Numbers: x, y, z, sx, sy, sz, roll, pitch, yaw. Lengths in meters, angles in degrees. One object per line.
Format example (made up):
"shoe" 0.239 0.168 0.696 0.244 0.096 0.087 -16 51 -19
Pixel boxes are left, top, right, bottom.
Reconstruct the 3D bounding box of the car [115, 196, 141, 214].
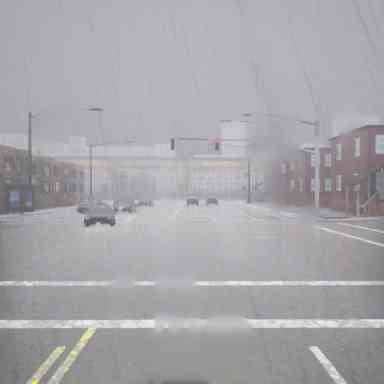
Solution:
"car" -7.109 1.492 35.329 2.128 1.511 4.902 0 0 0

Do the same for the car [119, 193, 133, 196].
"car" -10.600 1.222 52.531 2.150 2.045 5.566 0 0 0

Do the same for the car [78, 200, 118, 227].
"car" -6.371 1.547 22.942 2.033 1.411 5.357 0 0 -14

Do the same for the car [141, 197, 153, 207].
"car" -7.101 1.505 51.450 1.837 1.490 4.892 0 0 0

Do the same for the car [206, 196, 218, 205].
"car" 3.480 1.505 58.473 1.837 1.490 4.892 0 0 0

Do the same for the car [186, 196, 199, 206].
"car" 0.084 1.478 56.360 1.882 1.535 5.008 0 0 0

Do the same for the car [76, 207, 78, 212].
"car" -10.611 1.547 35.449 2.033 1.411 5.357 0 0 0
